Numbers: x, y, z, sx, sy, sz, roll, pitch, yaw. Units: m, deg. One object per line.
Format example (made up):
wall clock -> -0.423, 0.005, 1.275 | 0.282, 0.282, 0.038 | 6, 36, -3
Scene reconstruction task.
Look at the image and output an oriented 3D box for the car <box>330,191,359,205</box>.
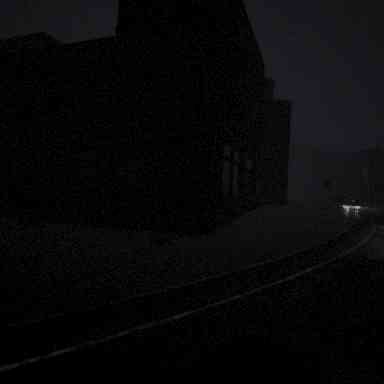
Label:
car -> 17.863, 0.644, 39.017 | 2.128, 1.511, 4.902 | 3, 2, 3
